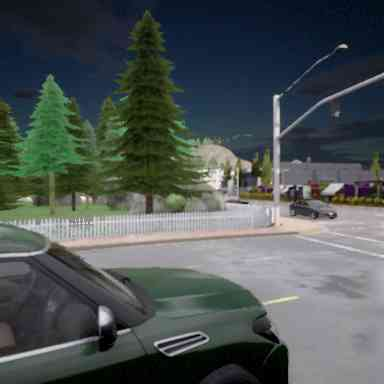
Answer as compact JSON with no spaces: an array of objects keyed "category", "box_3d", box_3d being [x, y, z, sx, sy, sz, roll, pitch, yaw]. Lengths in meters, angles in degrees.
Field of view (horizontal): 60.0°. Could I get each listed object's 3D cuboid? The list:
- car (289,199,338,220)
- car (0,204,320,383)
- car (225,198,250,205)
[{"category":"car","box_3d":[9.675,1.373,26.815,1.837,1.490,4.892,0,1,-13]},{"category":"car","box_3d":[-1.783,1.224,2.334,5.566,2.045,2.150,-1,0,-34]},{"category":"car","box_3d":[5.676,1.429,42.150,1.895,1.301,4.718,0,0,-15]}]
